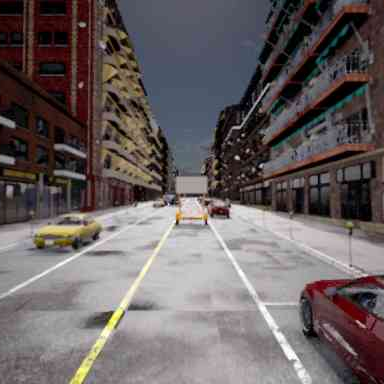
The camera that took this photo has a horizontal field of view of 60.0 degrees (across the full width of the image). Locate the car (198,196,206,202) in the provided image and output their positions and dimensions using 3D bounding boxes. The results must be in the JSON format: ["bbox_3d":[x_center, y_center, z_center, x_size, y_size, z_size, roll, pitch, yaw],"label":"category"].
[{"bbox_3d":[2.581,1.848,86.770,1.967,1.590,4.097,1,0,0],"label":"car"}]

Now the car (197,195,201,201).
[{"bbox_3d":[2.573,1.878,75.707,1.887,1.381,4.507,1,0,0],"label":"car"}]

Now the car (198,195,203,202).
[{"bbox_3d":[2.575,1.787,59.116,2.008,1.369,4.403,1,0,0],"label":"car"}]

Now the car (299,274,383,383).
[{"bbox_3d":[2.584,1.592,3.812,1.802,1.307,4.206,1,0,0],"label":"car"}]

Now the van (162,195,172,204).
[{"bbox_3d":[-5.301,1.640,70.237,1.690,1.788,3.998,2,0,0],"label":"van"}]

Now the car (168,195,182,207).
[{"bbox_3d":[-2.820,1.730,57.203,1.837,1.490,4.892,0,0,0],"label":"car"}]

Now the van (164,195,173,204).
[{"bbox_3d":[-5.303,1.675,75.769,1.690,1.788,3.998,1,0,0],"label":"van"}]

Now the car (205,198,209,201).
[{"bbox_3d":[2.579,1.652,37.164,1.752,1.417,4.829,1,0,0],"label":"car"}]

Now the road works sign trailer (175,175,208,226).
[{"bbox_3d":[-0.014,0.538,24.152,2.380,3.560,2.880,0,0,0],"label":"road works sign trailer"}]

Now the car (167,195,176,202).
[{"bbox_3d":[-5.304,1.723,86.830,2.192,1.841,5.009,1,0,0],"label":"car"}]

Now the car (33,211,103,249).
[{"bbox_3d":[-5.296,1.567,14.769,1.752,1.417,4.829,2,0,0],"label":"car"}]

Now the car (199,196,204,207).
[{"bbox_3d":[2.576,1.752,53.584,1.887,1.381,4.507,1,0,0],"label":"car"}]

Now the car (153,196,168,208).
[{"bbox_3d":[-5.304,1.732,53.476,1.752,1.417,4.829,2,0,0],"label":"car"}]

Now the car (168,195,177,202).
[{"bbox_3d":[-5.305,1.762,92.359,2.192,1.841,5.009,1,0,0],"label":"car"}]

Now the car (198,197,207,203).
[{"bbox_3d":[2.572,1.914,81.237,1.887,1.381,4.507,1,0,0],"label":"car"}]

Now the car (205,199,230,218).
[{"bbox_3d":[2.580,1.647,31.462,1.887,1.381,4.507,1,0,0],"label":"car"}]
